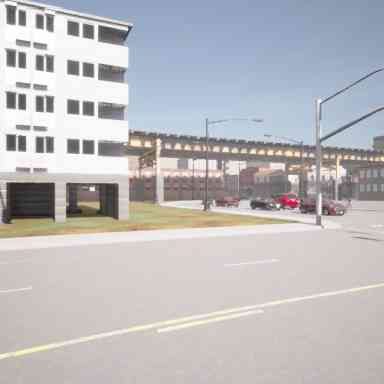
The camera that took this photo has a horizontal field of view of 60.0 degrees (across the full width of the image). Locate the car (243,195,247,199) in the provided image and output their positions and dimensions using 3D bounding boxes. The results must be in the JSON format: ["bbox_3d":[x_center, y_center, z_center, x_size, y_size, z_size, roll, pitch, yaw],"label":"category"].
[{"bbox_3d":[9.540,1.525,72.695,2.128,1.511,4.902,0,0,31],"label":"car"}]

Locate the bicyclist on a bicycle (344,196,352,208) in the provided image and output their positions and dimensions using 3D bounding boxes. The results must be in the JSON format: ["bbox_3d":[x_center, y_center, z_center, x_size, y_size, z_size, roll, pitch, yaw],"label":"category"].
[{"bbox_3d":[20.303,1.303,43.336,1.656,1.620,0.582,0,0,-25],"label":"bicyclist on a bicycle"}]

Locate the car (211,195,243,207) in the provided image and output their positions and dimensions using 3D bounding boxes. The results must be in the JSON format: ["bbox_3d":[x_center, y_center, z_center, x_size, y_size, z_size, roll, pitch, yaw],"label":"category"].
[{"bbox_3d":[5.219,1.478,50.086,1.882,1.535,5.008,0,0,-22],"label":"car"}]

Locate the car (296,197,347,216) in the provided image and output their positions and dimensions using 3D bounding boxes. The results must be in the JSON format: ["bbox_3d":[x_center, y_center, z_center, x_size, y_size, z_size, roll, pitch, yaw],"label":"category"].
[{"bbox_3d":[13.001,1.352,33.090,2.097,1.767,4.553,0,0,-25],"label":"car"}]

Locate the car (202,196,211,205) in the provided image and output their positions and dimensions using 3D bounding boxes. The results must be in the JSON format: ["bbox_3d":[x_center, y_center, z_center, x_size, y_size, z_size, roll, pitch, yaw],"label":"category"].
[{"bbox_3d":[2.746,1.505,59.893,1.837,1.490,4.892,0,0,-1],"label":"car"}]

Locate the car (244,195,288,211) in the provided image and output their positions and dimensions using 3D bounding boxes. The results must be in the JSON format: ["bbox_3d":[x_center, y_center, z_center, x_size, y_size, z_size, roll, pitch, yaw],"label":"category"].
[{"bbox_3d":[9.116,1.491,41.354,2.128,1.511,4.902,0,0,-25],"label":"car"}]

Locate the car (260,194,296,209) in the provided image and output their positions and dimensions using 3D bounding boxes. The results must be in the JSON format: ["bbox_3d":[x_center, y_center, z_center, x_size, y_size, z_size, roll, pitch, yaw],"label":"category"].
[{"bbox_3d":[11.671,1.221,44.560,2.150,2.045,5.566,0,0,-25],"label":"car"}]
